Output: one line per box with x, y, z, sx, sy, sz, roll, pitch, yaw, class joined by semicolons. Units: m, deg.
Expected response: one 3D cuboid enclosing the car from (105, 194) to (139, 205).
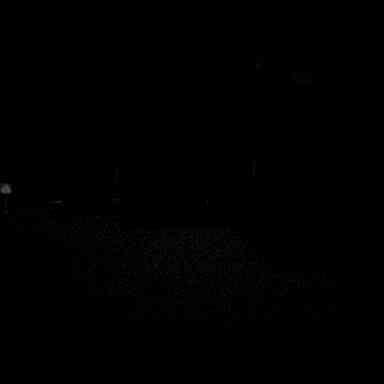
-11.692;1.286;55.604;5.366;1.575;1.946;2;1;-17;car

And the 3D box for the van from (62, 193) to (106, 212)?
-12.351;1.226;37.711;4.442;1.987;1.878;2;0;-17;van

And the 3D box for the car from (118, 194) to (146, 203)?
-11.160;1.205;61.649;4.892;1.521;2.231;2;1;-17;car

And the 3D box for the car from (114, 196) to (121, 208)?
-12.163;1.436;43.658;5.008;1.535;2.097;2;1;-17;car

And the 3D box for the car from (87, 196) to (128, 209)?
-11.840;1.424;46.713;5.366;1.575;1.946;2;1;-17;car

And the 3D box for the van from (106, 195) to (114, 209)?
-12.201;1.220;40.708;4.442;1.987;1.878;2;0;-17;van

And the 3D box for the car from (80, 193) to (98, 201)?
-20.131;0.964;65.120;1.837;1.490;4.892;1;1;4;car
